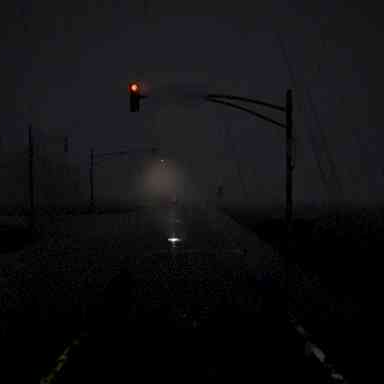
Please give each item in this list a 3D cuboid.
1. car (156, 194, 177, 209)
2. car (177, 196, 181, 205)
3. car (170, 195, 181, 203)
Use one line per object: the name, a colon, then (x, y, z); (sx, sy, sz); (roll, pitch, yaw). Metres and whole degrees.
car: (-3.449, 1.305, 43.560); (2.097, 1.767, 4.553); (0, 0, 0)
car: (-3.412, 1.287, 53.733); (2.097, 1.767, 4.553); (0, 0, 0)
car: (-3.296, 1.433, 67.596); (1.812, 1.442, 4.674); (0, 0, 1)
